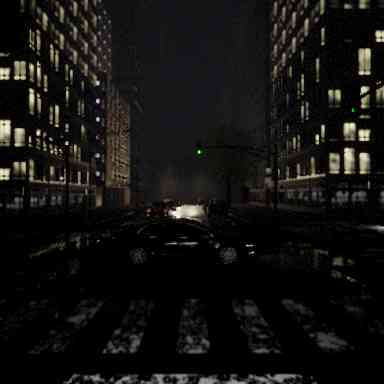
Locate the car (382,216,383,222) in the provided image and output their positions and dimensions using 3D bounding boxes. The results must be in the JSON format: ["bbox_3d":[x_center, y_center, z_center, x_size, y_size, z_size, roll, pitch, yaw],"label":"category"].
[{"bbox_3d":[14.742,1.526,21.544,4.181,1.385,1.994,-1,0,-1],"label":"car"}]

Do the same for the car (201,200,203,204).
[{"bbox_3d":[2.557,2.068,45.607,1.752,1.417,4.829,0,-1,0],"label":"car"}]

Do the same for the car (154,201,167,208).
[{"bbox_3d":[-5.859,2.302,62.326,1.947,1.339,4.313,0,-1,0],"label":"car"}]

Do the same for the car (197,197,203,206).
[{"bbox_3d":[2.494,2.180,73.639,2.192,1.841,5.009,0,-1,0],"label":"car"}]

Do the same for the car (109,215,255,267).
[{"bbox_3d":[-0.331,1.662,11.402,4.892,1.490,1.837,0,-1,-1],"label":"car"}]

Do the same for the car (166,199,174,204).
[{"bbox_3d":[-5.920,2.635,90.515,1.802,1.307,4.206,0,-1,0],"label":"car"}]

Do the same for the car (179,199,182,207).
[{"bbox_3d":[-3.179,2.143,66.107,2.097,1.767,4.553,0,-1,0],"label":"car"}]

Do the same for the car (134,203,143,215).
[{"bbox_3d":[-5.811,1.998,39.605,1.752,1.417,4.829,0,-1,0],"label":"car"}]

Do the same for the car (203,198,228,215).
[{"bbox_3d":[2.580,1.723,34.159,2.192,1.841,5.009,0,-1,0],"label":"car"}]

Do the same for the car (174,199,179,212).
[{"bbox_3d":[-3.221,2.078,48.233,1.837,1.490,4.892,0,-1,0],"label":"car"}]

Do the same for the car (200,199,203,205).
[{"bbox_3d":[2.545,2.188,51.076,1.802,1.307,4.206,0,-1,0],"label":"car"}]

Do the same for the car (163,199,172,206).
[{"bbox_3d":[-5.896,2.451,79.070,1.752,1.417,4.829,0,-1,0],"label":"car"}]

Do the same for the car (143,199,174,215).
[{"bbox_3d":[-3.234,1.748,33.024,2.097,1.767,4.553,0,-1,1],"label":"car"}]

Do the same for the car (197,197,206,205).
[{"bbox_3d":[2.470,2.306,84.920,2.192,1.841,5.009,0,-1,0],"label":"car"}]
